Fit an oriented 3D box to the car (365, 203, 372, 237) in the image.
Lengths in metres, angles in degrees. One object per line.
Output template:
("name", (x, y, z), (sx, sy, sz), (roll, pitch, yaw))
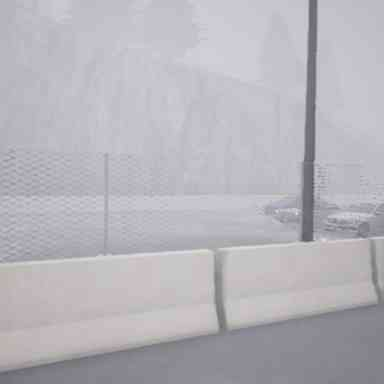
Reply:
("car", (8.490, 1.251, 16.102), (4.674, 1.442, 1.812), (0, 2, -29))
